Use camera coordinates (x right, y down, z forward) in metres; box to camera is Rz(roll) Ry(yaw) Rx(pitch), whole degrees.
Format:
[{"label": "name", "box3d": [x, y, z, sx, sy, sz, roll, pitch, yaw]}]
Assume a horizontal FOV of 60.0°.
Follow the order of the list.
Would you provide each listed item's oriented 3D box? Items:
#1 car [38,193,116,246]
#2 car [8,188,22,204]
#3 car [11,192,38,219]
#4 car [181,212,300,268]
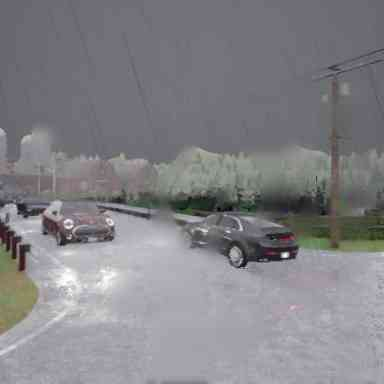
[{"label": "car", "box3d": [-4.934, 1.115, 14.229, 2.097, 1.767, 4.553, 0, 2, -34]}, {"label": "car", "box3d": [-18.906, 0.557, 34.884, 2.150, 2.045, 5.566, 0, -1, -34]}, {"label": "car", "box3d": [-10.936, 0.955, 23.113, 2.033, 1.411, 5.357, 0, 2, -34]}, {"label": "car", "box3d": [1.362, 1.427, 11.276, 1.837, 1.490, 4.892, 2, 1, -30]}]
